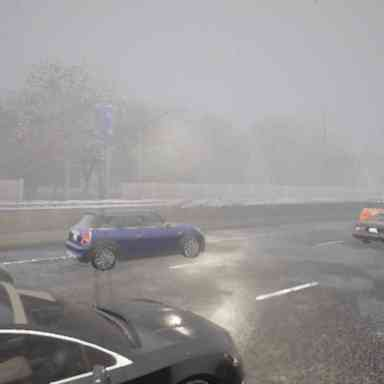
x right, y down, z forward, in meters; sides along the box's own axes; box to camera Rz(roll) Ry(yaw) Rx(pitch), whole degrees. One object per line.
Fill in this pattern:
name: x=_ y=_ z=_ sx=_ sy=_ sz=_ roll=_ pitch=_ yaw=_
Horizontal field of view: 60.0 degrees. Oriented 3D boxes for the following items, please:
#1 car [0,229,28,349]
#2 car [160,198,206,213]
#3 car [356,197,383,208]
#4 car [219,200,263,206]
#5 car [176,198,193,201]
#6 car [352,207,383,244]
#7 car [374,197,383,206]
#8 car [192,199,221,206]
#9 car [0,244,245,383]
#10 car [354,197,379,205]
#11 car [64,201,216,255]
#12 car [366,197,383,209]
car: x=-5.068 y=1.491 z=4.430 sx=4.902 sy=1.511 sz=2.128 roll=0 pitch=0 yaw=-36
car: x=-0.948 y=1.486 z=37.702 sx=5.008 sy=1.535 sz=1.882 roll=0 pitch=0 yaw=-35
car: x=12.913 y=1.363 z=21.558 sx=4.553 sy=1.767 sz=2.097 roll=0 pitch=0 yaw=-36
car: x=4.988 y=1.609 z=29.045 sx=4.718 sy=1.301 sz=1.895 roll=0 pitch=0 yaw=-35
car: x=1.199 y=1.500 z=34.936 sx=4.902 sy=1.511 sz=2.128 roll=0 pitch=0 yaw=-35
car: x=9.187 y=1.552 z=14.599 sx=5.357 sy=1.411 sz=2.033 roll=0 pitch=0 yaw=-35
car: x=34.200 y=1.617 z=58.372 sx=4.902 sy=1.511 sz=2.128 roll=0 pitch=0 yaw=-35
car: x=2.896 y=1.499 z=31.850 sx=4.902 sy=1.511 sz=2.128 roll=0 pitch=0 yaw=-35
car: x=-1.736 y=1.505 z=2.509 sx=4.892 sy=1.490 sz=1.837 roll=0 pitch=0 yaw=-36
car: x=32.151 y=1.622 z=61.203 sx=4.902 sy=1.511 sz=2.128 roll=0 pitch=0 yaw=-36
car: x=-1.727 y=1.352 z=11.113 sx=4.553 sy=1.767 sz=2.097 roll=0 pitch=0 yaw=-35
car: x=28.309 y=1.567 z=49.885 sx=4.892 sy=1.490 sz=1.837 roll=-3 pitch=2 yaw=-35
